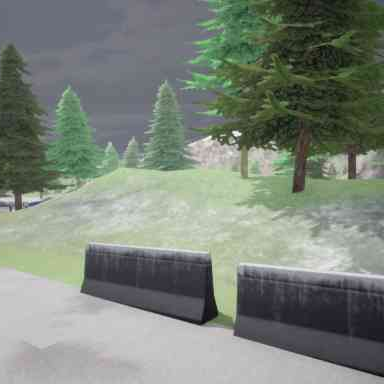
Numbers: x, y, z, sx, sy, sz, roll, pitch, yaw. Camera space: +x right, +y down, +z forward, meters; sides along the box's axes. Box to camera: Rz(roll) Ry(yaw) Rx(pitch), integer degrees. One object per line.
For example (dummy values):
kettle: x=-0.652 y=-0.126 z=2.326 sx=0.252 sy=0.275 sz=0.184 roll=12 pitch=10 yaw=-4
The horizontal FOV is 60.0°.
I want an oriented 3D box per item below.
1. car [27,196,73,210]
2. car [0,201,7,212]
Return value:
car: x=-18.452 y=1.374 z=42.769 sx=5.008 sy=1.535 sz=1.882 roll=0 pitch=0 yaw=-42
car: x=-21.855 y=1.398 z=34.364 sx=2.128 sy=1.511 sz=4.902 roll=0 pitch=0 yaw=42
